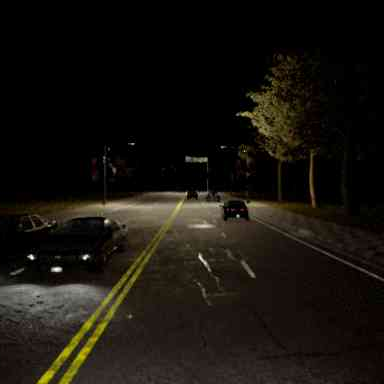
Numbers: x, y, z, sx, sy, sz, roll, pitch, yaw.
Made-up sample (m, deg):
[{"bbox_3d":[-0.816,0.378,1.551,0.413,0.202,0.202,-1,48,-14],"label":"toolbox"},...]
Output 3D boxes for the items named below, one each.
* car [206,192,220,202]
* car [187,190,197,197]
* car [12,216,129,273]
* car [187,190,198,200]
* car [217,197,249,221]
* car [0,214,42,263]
[{"bbox_3d":[3.249,0.799,51.225,2.033,1.649,4.856,0,0,0],"label":"car"},{"bbox_3d":[-0.009,0.236,74.972,2.033,1.411,5.357,0,2,0],"label":"car"},{"bbox_3d":[-3.345,1.529,10.879,2.033,1.411,5.357,0,0,0],"label":"car"},{"bbox_3d":[0.094,0.616,59.555,1.812,1.442,4.674,0,1,0],"label":"car"},{"bbox_3d":[3.263,1.395,25.870,1.837,1.490,4.892,0,1,0],"label":"car"},{"bbox_3d":[-6.593,1.524,12.089,2.033,1.411,5.357,0,0,0],"label":"car"}]
